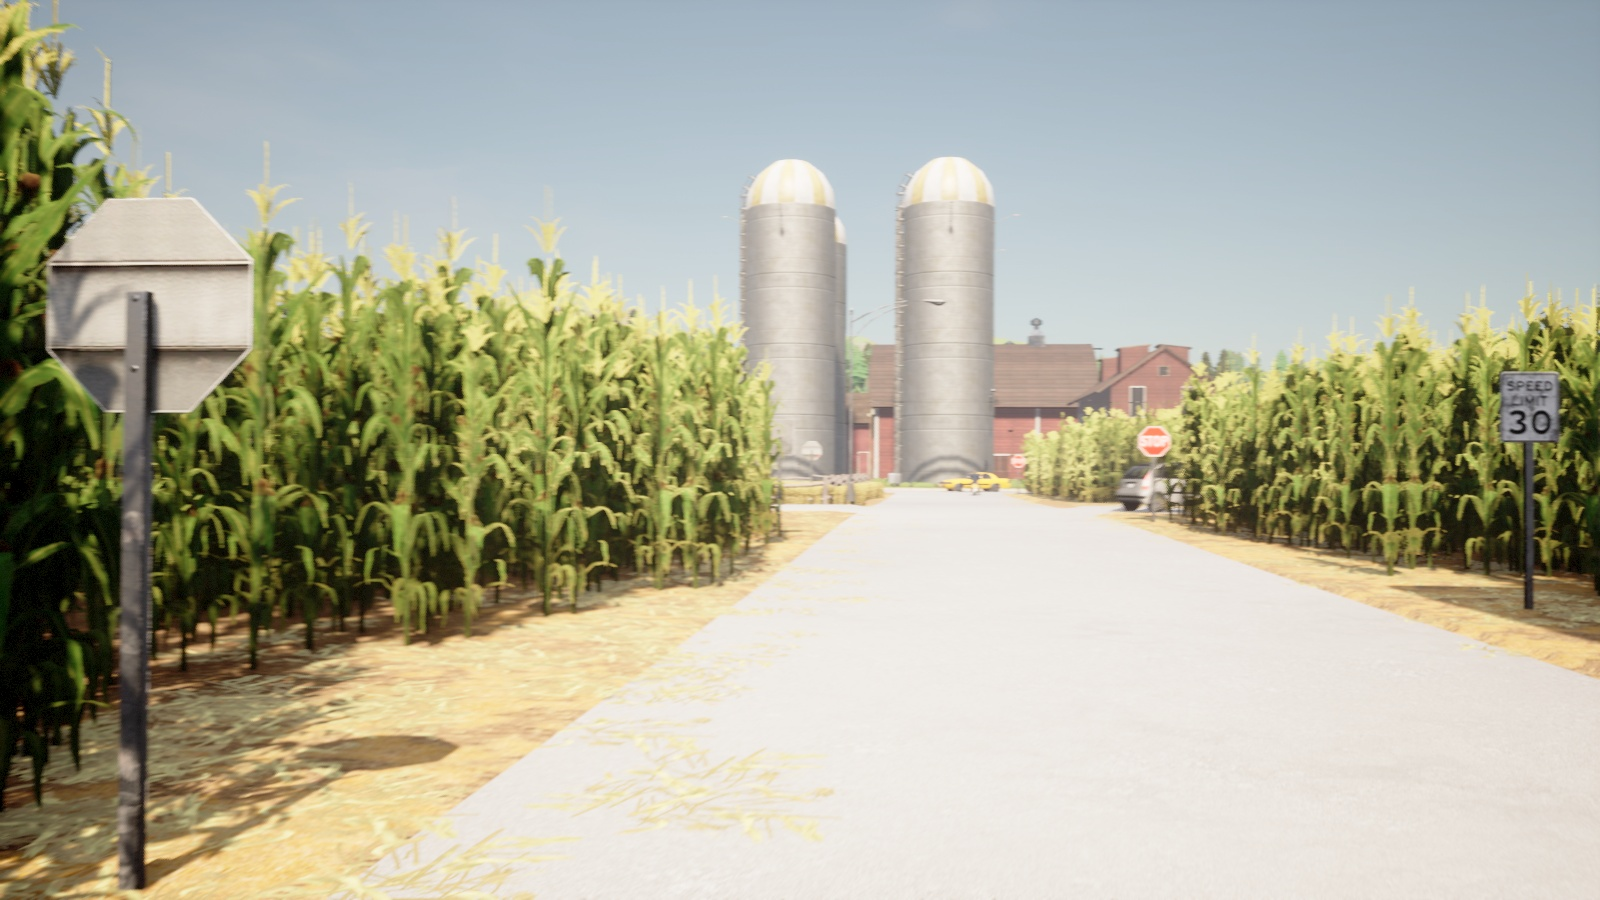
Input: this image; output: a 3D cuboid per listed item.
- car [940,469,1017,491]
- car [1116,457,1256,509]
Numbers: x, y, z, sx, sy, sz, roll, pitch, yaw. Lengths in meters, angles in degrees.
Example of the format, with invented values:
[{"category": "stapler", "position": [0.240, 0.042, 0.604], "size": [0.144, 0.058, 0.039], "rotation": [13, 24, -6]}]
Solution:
[{"category": "car", "position": [13.154, 2.179, 92.481], "size": [5.366, 1.575, 1.801], "rotation": [0, -1, -17]}, {"category": "car", "position": [12.451, 1.050, 40.555], "size": [3.988, 1.617, 1.851], "rotation": [0, -1, -18]}]
